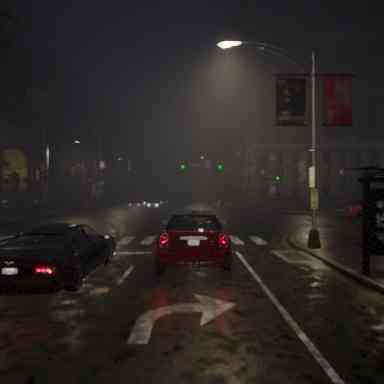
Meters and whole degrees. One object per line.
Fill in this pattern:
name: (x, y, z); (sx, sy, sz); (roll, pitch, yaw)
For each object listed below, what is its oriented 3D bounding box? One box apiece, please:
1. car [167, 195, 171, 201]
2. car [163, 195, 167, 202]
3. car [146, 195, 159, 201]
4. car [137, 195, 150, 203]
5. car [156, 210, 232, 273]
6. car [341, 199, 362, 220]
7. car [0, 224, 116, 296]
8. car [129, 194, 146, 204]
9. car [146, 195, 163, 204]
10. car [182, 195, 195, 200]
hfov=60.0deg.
car: (-6.657, 1.564, 85.491); (1.812, 1.442, 4.674); (0, 0, 9)
car: (-7.449, 1.513, 75.410); (1.882, 1.535, 5.008); (0, 0, 0)
car: (-10.194, 1.565, 85.603); (2.128, 1.511, 4.902); (0, 0, 9)
car: (-10.942, 1.560, 75.275); (2.128, 1.511, 4.902); (0, 0, 0)
car: (0.085, 1.357, 10.898); (2.097, 1.767, 4.553); (0, 0, 1)
car: (14.976, 1.364, 26.885); (4.553, 1.767, 2.097); (0, 0, 0)
car: (-3.462, 1.552, 8.839); (2.033, 1.411, 5.357); (0, 0, 0)
car: (-10.886, 1.382, 65.068); (2.097, 1.767, 4.553); (0, 0, 0)
car: (-7.387, 1.631, 65.297); (1.895, 1.301, 4.718); (0, 0, 0)
car: (-0.975, 1.583, 92.794); (2.033, 1.411, 5.357); (0, 0, 22)
